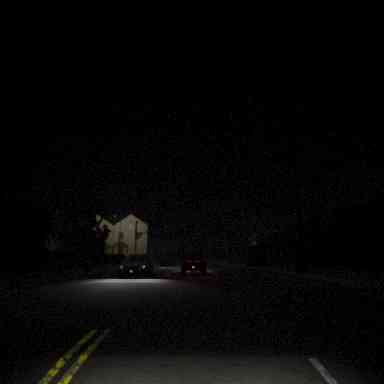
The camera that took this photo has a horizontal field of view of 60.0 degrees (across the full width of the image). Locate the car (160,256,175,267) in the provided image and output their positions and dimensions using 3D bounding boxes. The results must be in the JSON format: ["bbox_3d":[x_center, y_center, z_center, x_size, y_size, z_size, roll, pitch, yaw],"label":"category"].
[{"bbox_3d":[-3.547,9.933,47.474,1.812,1.442,4.674,0,-11,0],"label":"car"}]

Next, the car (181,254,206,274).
[{"bbox_3d":[0.117,5.790,26.815,2.128,1.511,4.902,0,-11,0],"label":"car"}]

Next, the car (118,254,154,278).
[{"bbox_3d":[-3.578,4.847,21.900,1.812,1.442,4.674,0,-11,0],"label":"car"}]
